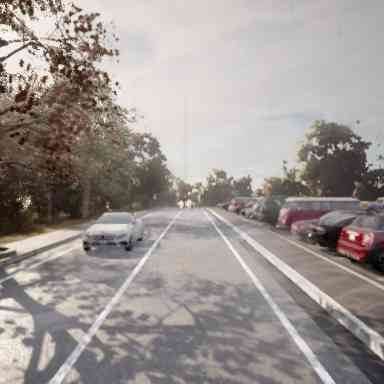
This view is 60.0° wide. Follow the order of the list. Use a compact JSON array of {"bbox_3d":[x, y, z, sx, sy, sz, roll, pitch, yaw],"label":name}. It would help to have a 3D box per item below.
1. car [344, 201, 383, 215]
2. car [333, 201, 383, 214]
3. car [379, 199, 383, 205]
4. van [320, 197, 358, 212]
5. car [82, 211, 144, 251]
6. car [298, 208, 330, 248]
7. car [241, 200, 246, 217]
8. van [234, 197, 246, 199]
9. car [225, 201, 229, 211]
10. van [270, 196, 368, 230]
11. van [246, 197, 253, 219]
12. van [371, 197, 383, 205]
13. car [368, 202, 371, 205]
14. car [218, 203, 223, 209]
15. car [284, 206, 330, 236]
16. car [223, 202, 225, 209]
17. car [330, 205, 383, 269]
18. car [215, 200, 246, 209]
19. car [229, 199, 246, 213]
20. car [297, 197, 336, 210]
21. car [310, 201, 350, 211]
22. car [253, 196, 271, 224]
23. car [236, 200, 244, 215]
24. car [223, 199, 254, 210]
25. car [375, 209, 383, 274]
[{"bbox_3d":[20.184,1.822,37.689,5.008,1.535,2.097,0,-1,0],"label":"car"},{"bbox_3d":[20.191,1.874,40.585,5.008,1.535,2.097,0,-1,0],"label":"car"},{"bbox_3d":[19.987,1.670,29.379,5.366,1.575,1.946,0,-1,0],"label":"car"},{"bbox_3d":[20.324,1.745,46.003,4.442,1.987,1.878,0,-1,0],"label":"van"},{"bbox_3d":[-3.241,1.587,14.444,1.812,1.442,4.674,0,0,0],"label":"car"},{"bbox_3d":[7.050,1.528,12.942,5.008,1.535,2.097,0,0,0],"label":"car"},{"bbox_3d":[7.095,1.718,29.577,4.674,1.452,2.002,0,-1,0],"label":"car"},{"bbox_3d":[7.233,1.651,40.685,4.442,1.987,1.878,0,-1,0],"label":"van"},{"bbox_3d":[7.125,1.967,43.456,4.674,1.452,2.002,0,-1,0],"label":"car"},{"bbox_3d":[6.951,1.312,18.495,4.442,1.987,1.878,0,0,0],"label":"van"},{"bbox_3d":[6.969,1.402,26.806,4.442,1.987,1.878,0,-1,0],"label":"van"},{"bbox_3d":[20.294,1.497,32.154,4.442,1.987,1.878,0,-1,0],"label":"van"},{"bbox_3d":[20.178,1.773,34.920,4.892,1.521,2.231,0,-1,0],"label":"car"},{"bbox_3d":[7.106,1.775,49.012,5.566,2.045,2.435,0,-1,0],"label":"car"},{"bbox_3d":[7.064,1.573,15.718,4.674,1.452,2.002,0,0,0],"label":"car"},{"bbox_3d":[7.158,2.006,46.231,4.792,1.488,2.163,0,-1,0],"label":"car"},{"bbox_3d":[7.018,1.397,10.165,4.553,1.767,2.185,0,0,0],"label":"car"},{"bbox_3d":[6.973,2.272,60.095,5.366,1.575,1.946,0,-1,0],"label":"car"},{"bbox_3d":[7.116,1.827,37.905,5.008,1.535,2.097,0,-1,0],"label":"car"},{"bbox_3d":[20.254,1.877,54.309,5.566,2.045,2.435,0,-1,0],"label":"car"},{"bbox_3d":[20.207,2.022,48.769,4.892,1.521,2.231,0,-1,0],"label":"car"},{"bbox_3d":[7.102,1.292,21.270,5.566,2.045,2.435,0,0,0],"label":"car"},{"bbox_3d":[7.068,1.757,32.354,4.792,1.488,2.163,0,-1,0],"label":"car"},{"bbox_3d":[7.172,1.953,51.781,4.553,1.767,2.185,0,-1,0],"label":"car"},{"bbox_3d":[7.012,1.392,7.389,4.553,1.767,2.185,0,0,0],"label":"car"}]
